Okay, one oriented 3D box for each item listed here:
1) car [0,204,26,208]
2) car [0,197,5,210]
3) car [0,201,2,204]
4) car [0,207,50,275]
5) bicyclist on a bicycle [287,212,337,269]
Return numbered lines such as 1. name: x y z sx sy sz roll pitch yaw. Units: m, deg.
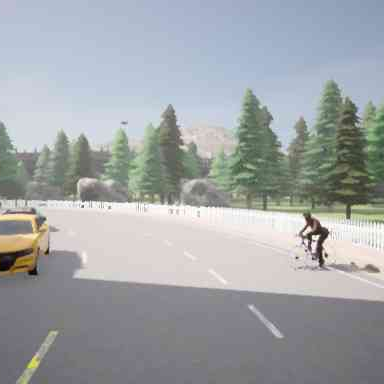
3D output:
1. car: -10.106 1.572 19.998 1.895 1.301 4.718 0 0 -34
2. car: -25.981 1.419 41.374 5.008 1.535 1.882 0 0 21
3. car: -23.709 1.495 36.857 5.357 1.411 2.033 0 0 26
4. car: -5.551 1.463 10.268 1.882 1.535 5.008 0 0 -18
5. bicyclist on a bicycle: 3.501 1.412 9.687 1.656 1.620 0.582 0 0 -14
